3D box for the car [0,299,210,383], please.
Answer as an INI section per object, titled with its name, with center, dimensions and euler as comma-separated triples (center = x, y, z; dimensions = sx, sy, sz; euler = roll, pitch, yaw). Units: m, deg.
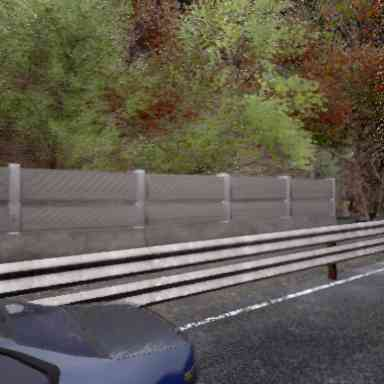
[car]
center = -2.401, 1.552, 1.974
dimensions = 5.357, 1.411, 2.033
euler = 0, 0, -35
